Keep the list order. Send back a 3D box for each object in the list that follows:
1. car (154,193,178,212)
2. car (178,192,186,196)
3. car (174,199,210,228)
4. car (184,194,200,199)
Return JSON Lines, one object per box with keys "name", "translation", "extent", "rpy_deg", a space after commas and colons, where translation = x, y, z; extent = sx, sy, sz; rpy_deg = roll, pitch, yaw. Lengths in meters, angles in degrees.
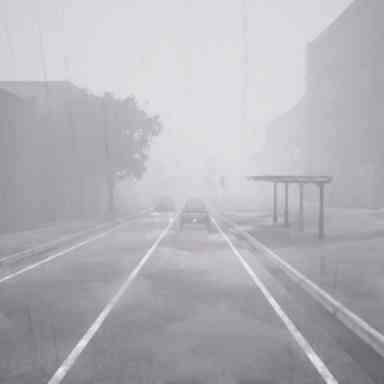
{"name": "car", "translation": [-2.993, 1.230, 37.027], "extent": [2.097, 1.767, 4.553], "rpy_deg": [0, 1, 1]}
{"name": "car", "translation": [-2.424, 0.689, 77.898], "extent": [1.812, 1.442, 4.674], "rpy_deg": [0, 1, 1]}
{"name": "car", "translation": [0.184, 1.474, 22.196], "extent": [2.128, 1.511, 4.902], "rpy_deg": [0, 0, 0]}
{"name": "car", "translation": [0.309, 1.306, 42.458], "extent": [2.128, 1.511, 4.902], "rpy_deg": [0, 1, 0]}
